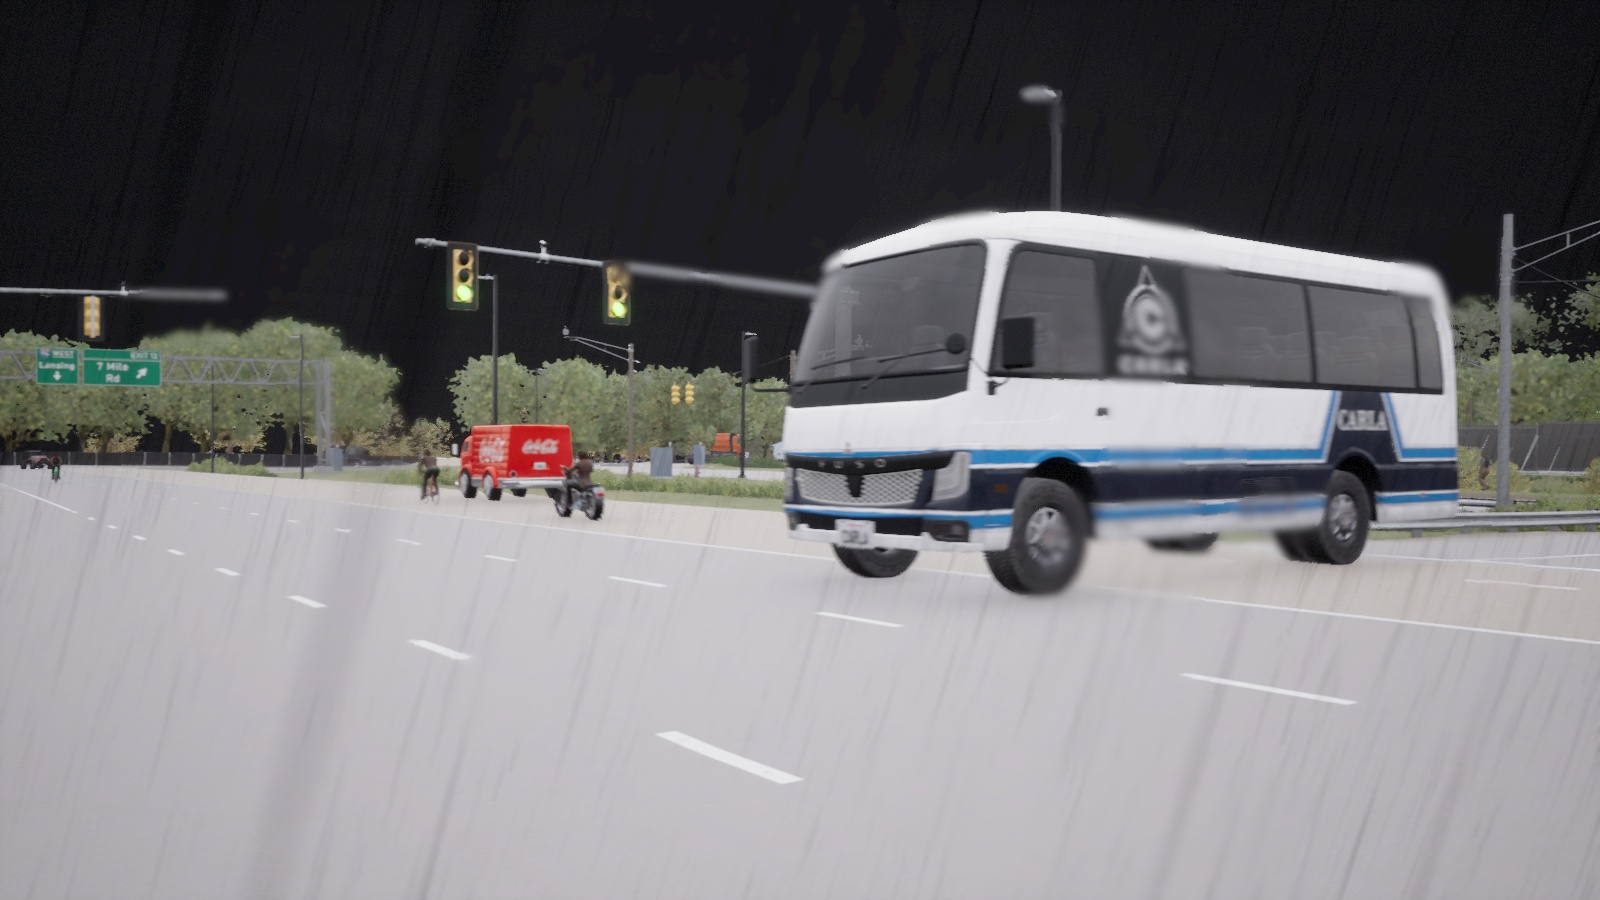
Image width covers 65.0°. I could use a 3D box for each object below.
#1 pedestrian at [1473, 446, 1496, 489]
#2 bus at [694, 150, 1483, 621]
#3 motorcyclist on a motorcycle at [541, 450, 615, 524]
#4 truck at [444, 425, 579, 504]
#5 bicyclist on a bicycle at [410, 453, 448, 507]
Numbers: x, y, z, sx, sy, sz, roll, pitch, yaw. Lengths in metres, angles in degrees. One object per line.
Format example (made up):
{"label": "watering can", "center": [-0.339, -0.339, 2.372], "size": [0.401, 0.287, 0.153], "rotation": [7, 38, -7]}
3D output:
{"label": "pedestrian", "center": [30.263, 0.774, 55.509], "size": [0.540, 1.848, 0.694], "rotation": [-1, 1, -34]}
{"label": "bus", "center": [4.113, -0.602, 15.968], "size": [10.273, 4.253, 3.944], "rotation": [-1, 0, -36]}
{"label": "motorcyclist on a motorcycle", "center": [-5.220, 0.848, 29.408], "size": [0.766, 1.649, 2.350], "rotation": [-1, 0, -35]}
{"label": "truck", "center": [-9.739, 0.442, 42.065], "size": [2.627, 2.467, 5.204], "rotation": [-1, 0, -35]}
{"label": "bicyclist on a bicycle", "center": [-11.286, 0.902, 38.160], "size": [0.582, 1.620, 1.656], "rotation": [-1, 0, -35]}
